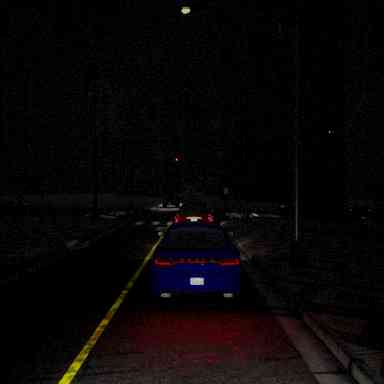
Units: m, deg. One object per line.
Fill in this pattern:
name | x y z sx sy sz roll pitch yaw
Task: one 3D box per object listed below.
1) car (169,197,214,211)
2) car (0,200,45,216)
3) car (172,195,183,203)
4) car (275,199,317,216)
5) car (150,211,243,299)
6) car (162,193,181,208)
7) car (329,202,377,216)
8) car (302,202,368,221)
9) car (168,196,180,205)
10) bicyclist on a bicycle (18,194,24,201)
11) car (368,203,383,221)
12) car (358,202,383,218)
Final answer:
car | 0.116 1.352 17.693 2.097 1.767 4.553 0 0 1
car | -14.780 1.367 28.278 4.403 1.369 2.008 1 -1 0
car | -3.024 1.493 69.485 2.128 1.511 4.902 0 0 0
car | 10.945 1.539 34.228 4.553 1.767 2.097 1 0 0
car | 0.099 1.477 8.539 1.882 1.535 5.008 0 0 0
car | -3.104 1.222 49.335 2.150 2.045 5.566 0 0 0
car | 17.778 1.842 36.905 4.403 1.369 2.008 1 -1 0
car | 12.129 1.774 28.380 4.313 1.339 1.947 1 -1 0
car | -3.092 1.526 59.166 1.812 1.442 4.674 0 0 1
bicyclist on a bicycle | -20.506 1.030 39.762 0.582 1.620 1.656 1 0 0
car | 17.942 1.824 28.381 4.829 1.417 1.752 1 -1 0
car | 19.911 1.852 34.233 4.674 1.442 1.812 1 0 0
